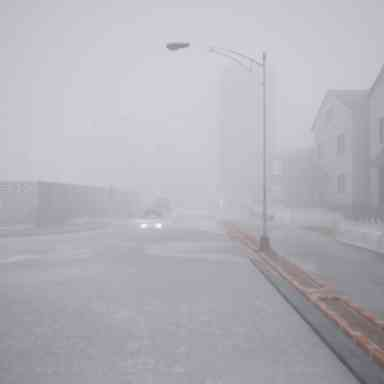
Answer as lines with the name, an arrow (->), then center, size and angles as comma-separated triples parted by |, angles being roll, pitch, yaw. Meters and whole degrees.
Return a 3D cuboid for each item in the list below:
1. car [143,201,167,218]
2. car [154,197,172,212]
car -> -4.098, 1.998, 35.772 | 1.895, 1.301, 4.718 | 0, -1, 0
car -> -4.076, 1.736, 46.416 | 2.150, 2.045, 5.566 | 0, -1, 1
